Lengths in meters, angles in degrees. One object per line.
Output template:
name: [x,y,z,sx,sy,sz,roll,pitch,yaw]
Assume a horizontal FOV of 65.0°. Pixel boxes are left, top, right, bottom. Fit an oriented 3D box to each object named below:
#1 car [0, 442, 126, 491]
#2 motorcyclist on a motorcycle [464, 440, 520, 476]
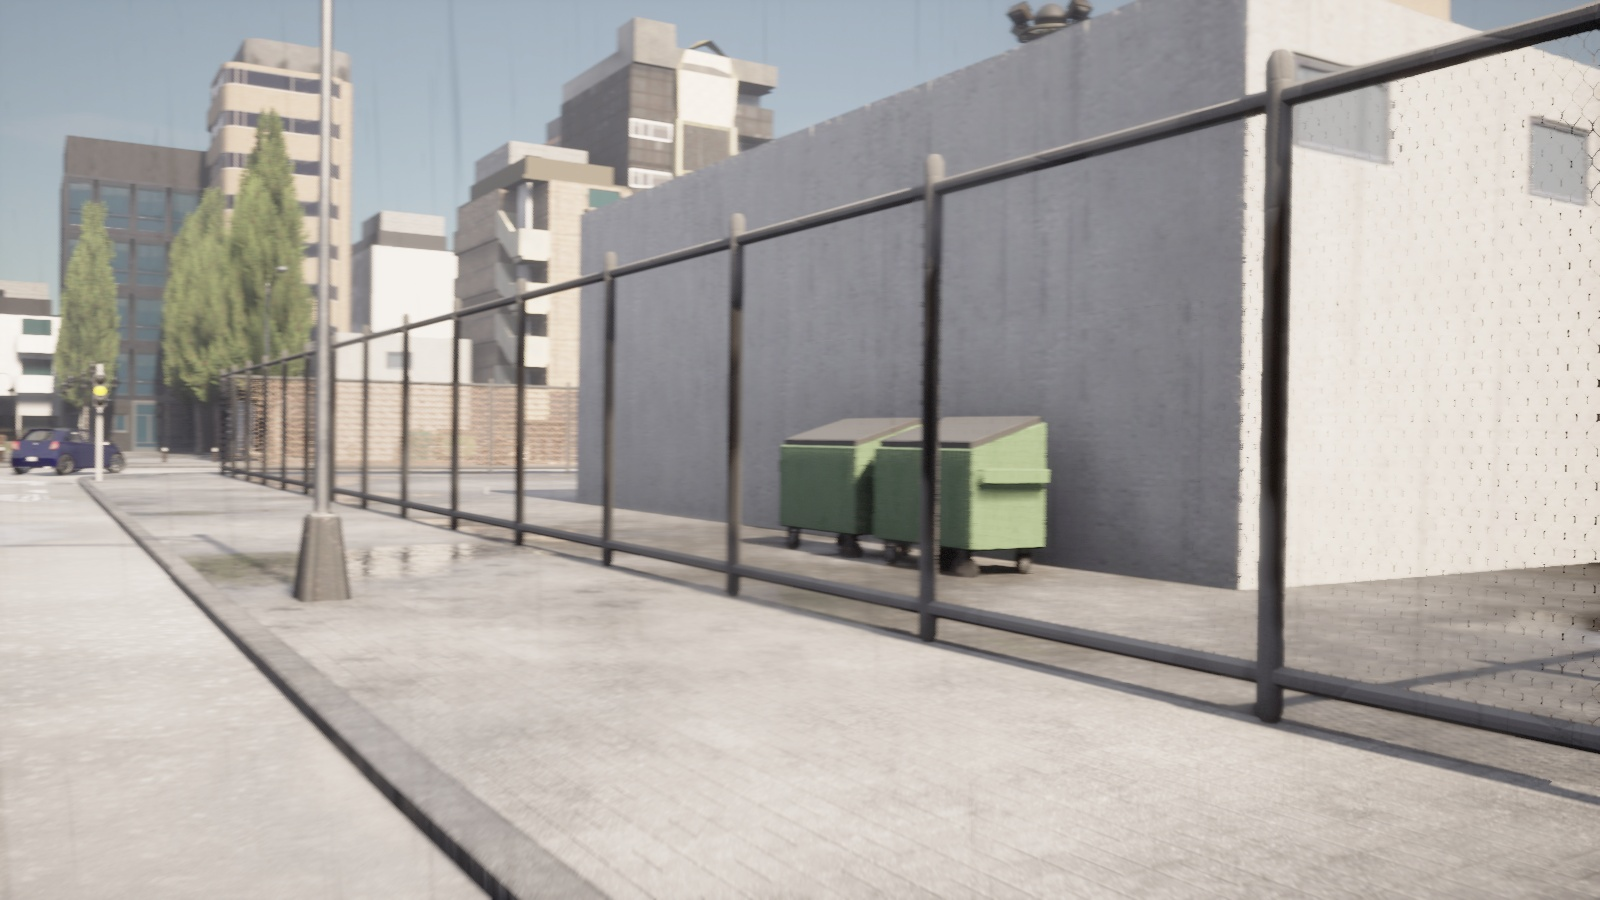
car: [-23.917,0.497,40.724,1.845,1.501,3.633,-1,0,6]
motorcyclist on a motorcycle: [-13.225,0.336,53.969,2.191,1.530,0.866,-1,1,-32]
